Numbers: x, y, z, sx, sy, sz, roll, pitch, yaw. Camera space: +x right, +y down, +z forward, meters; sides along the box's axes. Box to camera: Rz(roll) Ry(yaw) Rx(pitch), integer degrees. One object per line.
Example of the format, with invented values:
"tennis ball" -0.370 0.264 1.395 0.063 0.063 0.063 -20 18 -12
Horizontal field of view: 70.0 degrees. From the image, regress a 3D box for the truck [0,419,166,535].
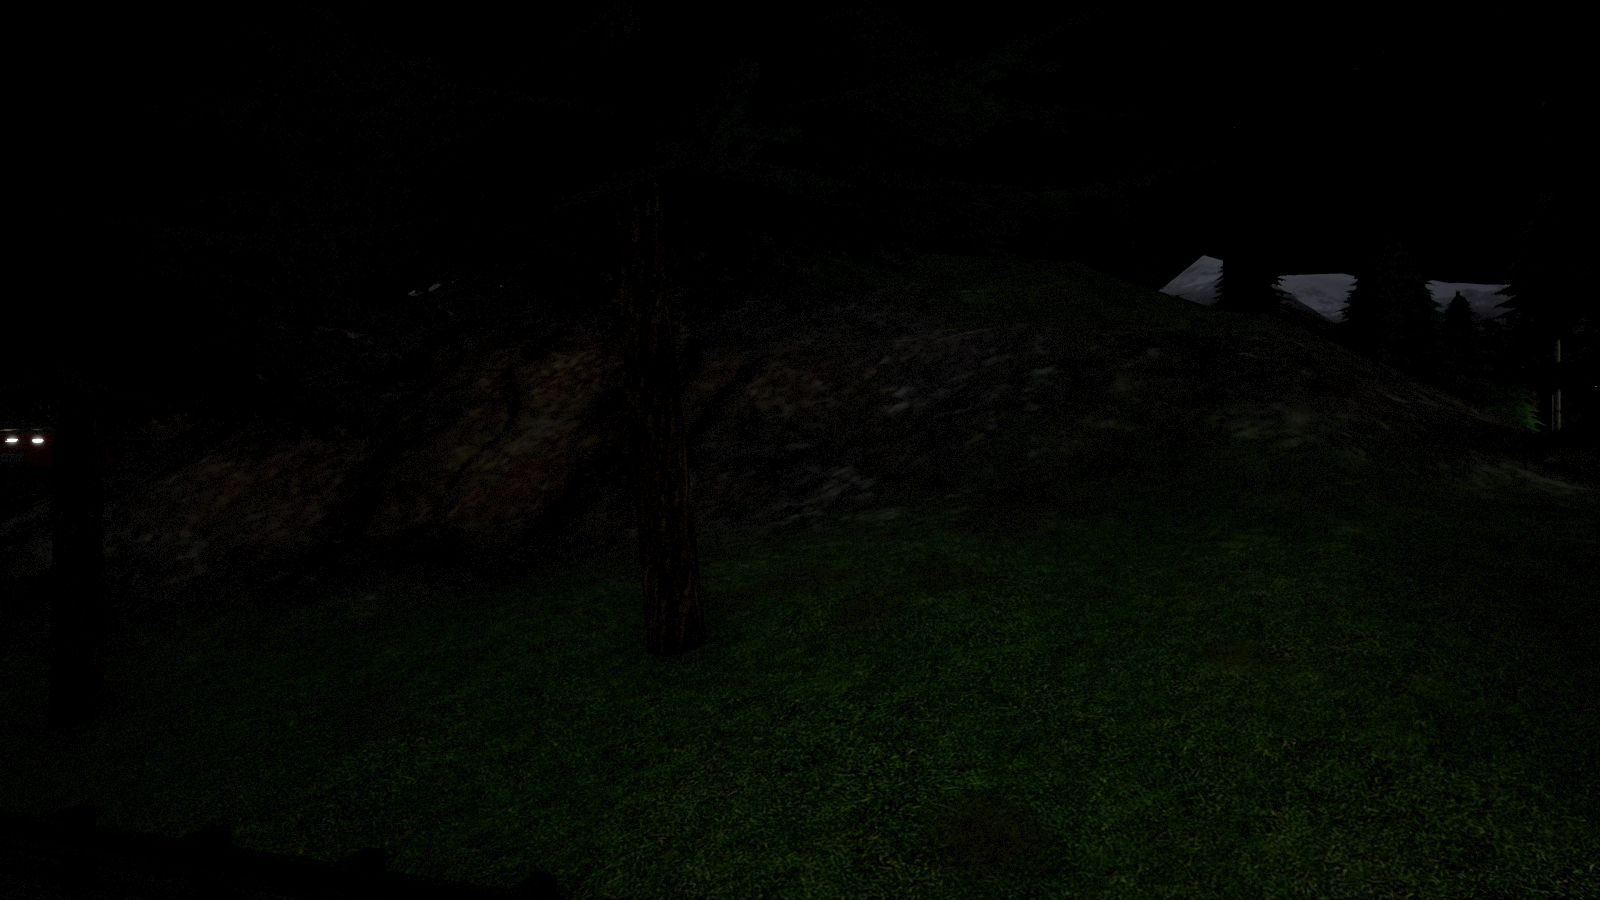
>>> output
"truck" -27.065 0.891 39.904 2.891 3.827 8.468 0 0 26
